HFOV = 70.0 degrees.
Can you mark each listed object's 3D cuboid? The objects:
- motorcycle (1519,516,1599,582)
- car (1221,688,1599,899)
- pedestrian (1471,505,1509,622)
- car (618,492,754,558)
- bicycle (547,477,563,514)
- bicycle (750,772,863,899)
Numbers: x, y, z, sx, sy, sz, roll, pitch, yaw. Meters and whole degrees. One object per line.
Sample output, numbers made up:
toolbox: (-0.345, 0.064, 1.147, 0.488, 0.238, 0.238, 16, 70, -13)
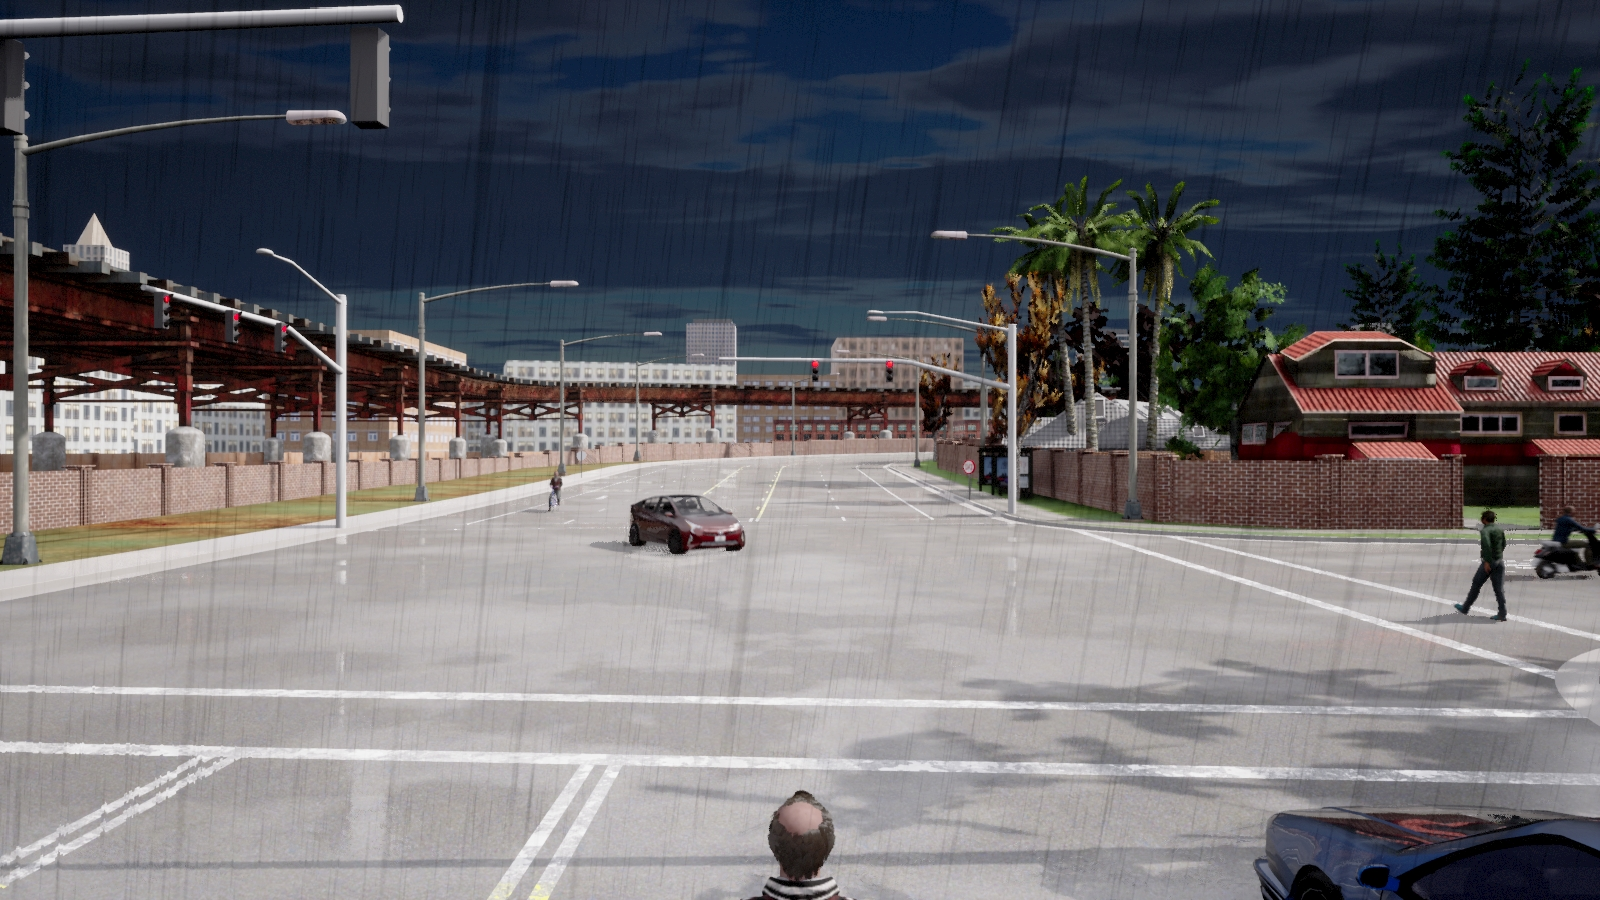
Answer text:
motorcycle: (16.759, 2.135, 24.746, 1.805, 1.341, 0.856, 0, 0, 1)
car: (3.467, 2.106, 4.038, 2.033, 1.411, 5.357, 0, 0, 1)
pedestrian: (11.304, 1.848, 18.722, 0.375, 1.860, 0.375, 0, 0, -16)
car: (-3.267, 2.020, 31.949, 2.007, 1.525, 4.514, 0, 0, -31)
bicycle: (-10.519, 1.934, 49.110, 0.329, 1.496, 1.835, 0, 0, 0)
bicycle: (0.019, 2.048, 3.681, 0.329, 1.496, 1.835, 0, 0, 0)
